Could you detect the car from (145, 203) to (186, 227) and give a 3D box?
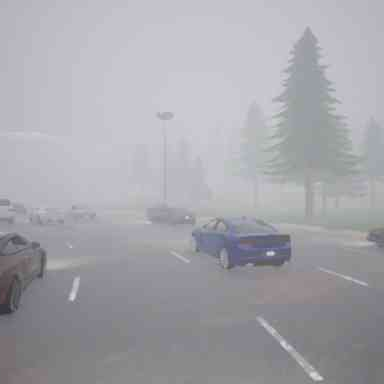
[{"bbox_3d":[-1.541,1.780,24.980,1.994,1.385,4.181,0,-1,-36],"label":"car"}]

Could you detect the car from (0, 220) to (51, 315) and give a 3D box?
[{"bbox_3d":[-4.561,1.608,7.398,1.812,1.442,4.674,0,-1,-14],"label":"car"}]

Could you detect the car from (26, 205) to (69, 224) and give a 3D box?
[{"bbox_3d":[-11.757,1.797,26.898,1.812,1.442,4.674,0,0,-37],"label":"car"}]

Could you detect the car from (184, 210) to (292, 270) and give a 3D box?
[{"bbox_3d":[1.426,1.572,11.547,1.882,1.535,5.008,1,-1,-18],"label":"car"}]

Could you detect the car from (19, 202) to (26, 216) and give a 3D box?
[{"bbox_3d":[-20.116,1.899,37.747,1.837,1.490,4.892,0,0,-38],"label":"car"}]

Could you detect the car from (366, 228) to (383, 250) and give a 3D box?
[{"bbox_3d":[8.982,1.616,11.920,2.033,1.411,5.357,0,-1,-17],"label":"car"}]

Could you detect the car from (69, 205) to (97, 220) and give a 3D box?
[{"bbox_3d":[-10.720,1.905,31.368,1.895,1.301,4.718,0,-1,-38],"label":"car"}]

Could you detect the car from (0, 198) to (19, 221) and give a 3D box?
[{"bbox_3d":[-15.608,1.501,26.262,2.150,2.045,5.566,0,-1,-38],"label":"car"}]
